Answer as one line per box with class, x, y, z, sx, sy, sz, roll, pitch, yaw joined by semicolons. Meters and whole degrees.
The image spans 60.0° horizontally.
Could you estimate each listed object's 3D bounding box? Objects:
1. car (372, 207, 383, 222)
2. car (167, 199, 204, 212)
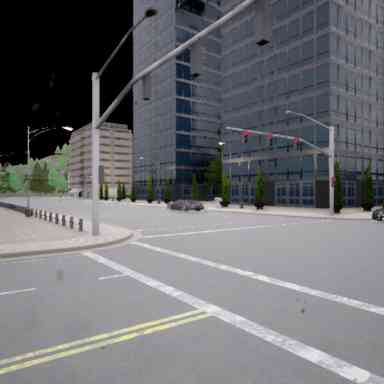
car;15.715;1.501;24.808;4.892;1.490;1.837;0;1;-22
car;-0.799;1.490;37.369;2.033;1.411;5.357;0;0;-35
